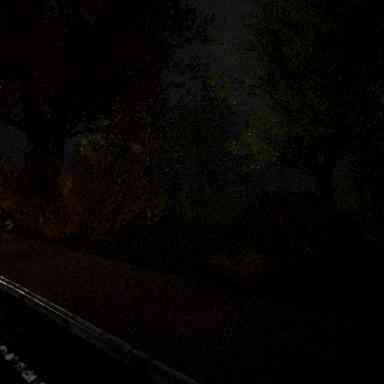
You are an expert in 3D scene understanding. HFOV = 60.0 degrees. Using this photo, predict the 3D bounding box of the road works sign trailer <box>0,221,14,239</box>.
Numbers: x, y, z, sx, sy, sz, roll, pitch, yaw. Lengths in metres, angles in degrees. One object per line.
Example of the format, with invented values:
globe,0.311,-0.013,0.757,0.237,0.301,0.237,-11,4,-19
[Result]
road works sign trailer,-6.365,1.098,6.983,2.380,2.880,3.560,43,-6,-2
